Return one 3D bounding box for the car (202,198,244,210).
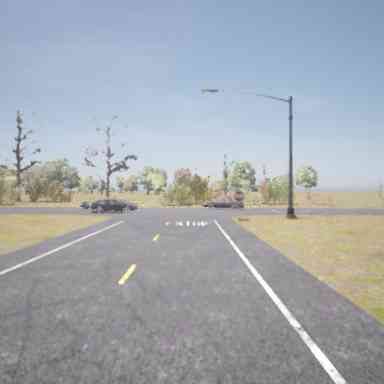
[{"bbox_3d":[4.031,1.538,43.041,5.357,1.411,2.033,0,0,-2],"label":"car"}]

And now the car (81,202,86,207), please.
[{"bbox_3d":[-11.355,1.468,42.672,5.357,1.411,2.033,0,0,-2],"label":"car"}]

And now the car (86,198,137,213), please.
[{"bbox_3d":[-8.374,1.460,35.741,4.892,1.490,1.837,0,0,-1],"label":"car"}]
